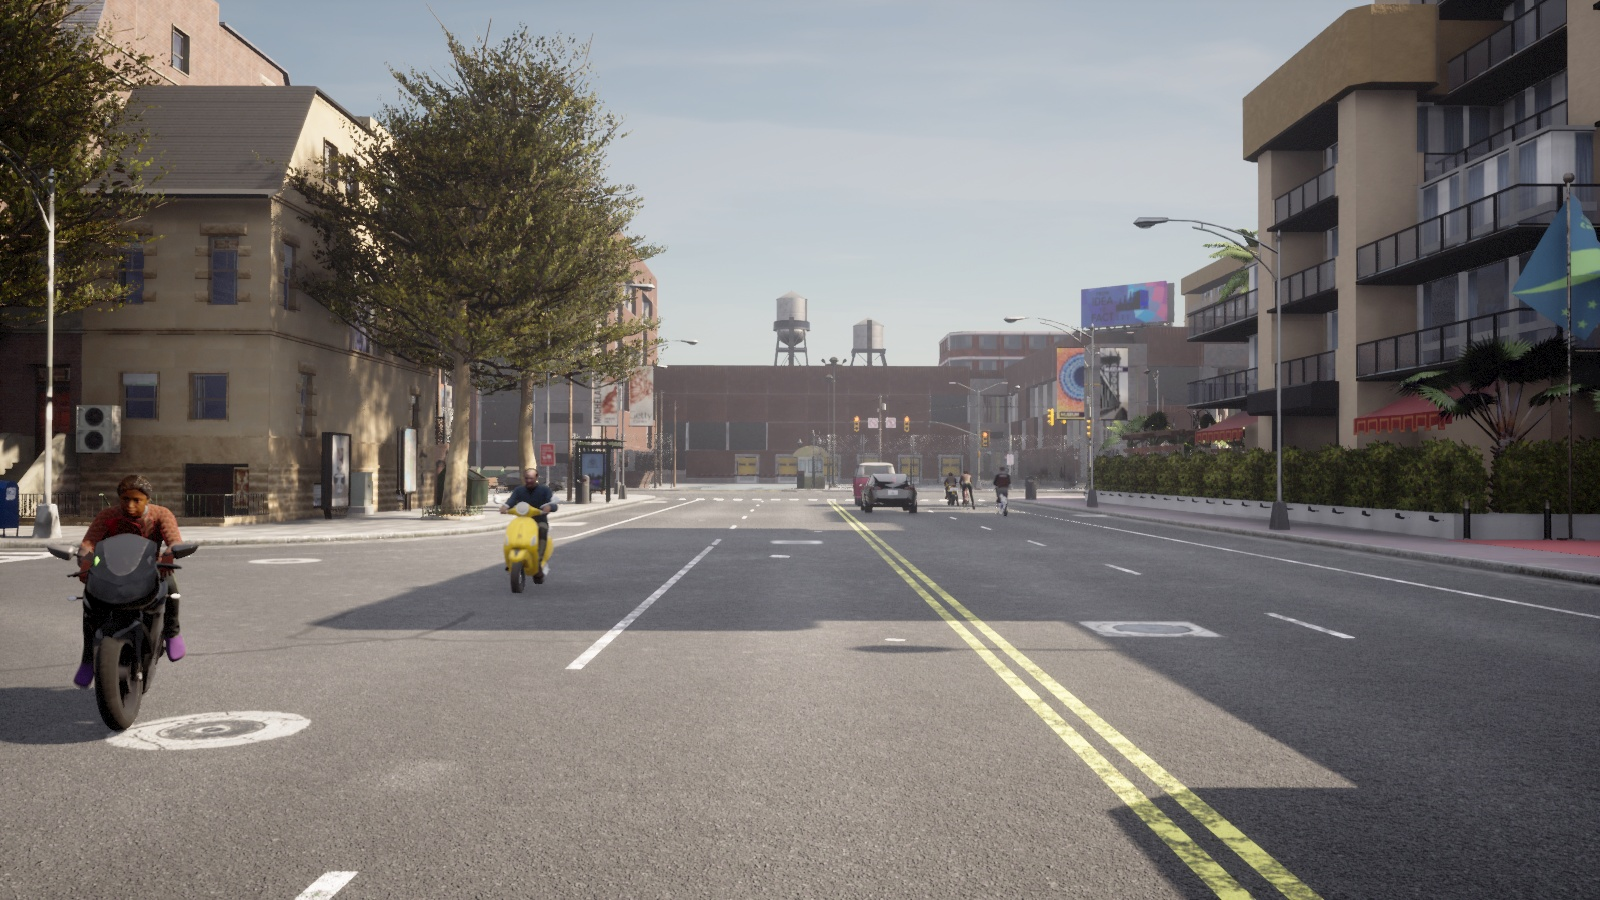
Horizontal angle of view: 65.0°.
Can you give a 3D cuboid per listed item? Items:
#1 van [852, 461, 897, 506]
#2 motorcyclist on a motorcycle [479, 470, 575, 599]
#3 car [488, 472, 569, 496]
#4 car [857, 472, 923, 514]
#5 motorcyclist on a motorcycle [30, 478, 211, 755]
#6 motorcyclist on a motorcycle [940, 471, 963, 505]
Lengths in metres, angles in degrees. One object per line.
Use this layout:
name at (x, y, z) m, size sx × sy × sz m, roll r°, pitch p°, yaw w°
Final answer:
van at (3.369, 1.512, 57.213) m, size 1.775 × 1.987 × 4.442 m, roll 0°, pitch -1°, yaw 0°
motorcyclist on a motorcycle at (-3.538, 1.057, 16.415) m, size 0.866 × 1.590 × 1.817 m, roll 0°, pitch -1°, yaw 0°
car at (-18.006, 2.262, 83.443) m, size 5.008 × 1.535 × 1.882 m, roll 0°, pitch -1°, yaw 0°
car at (3.391, 1.608, 48.182) m, size 2.163 × 1.488 × 4.792 m, roll 0°, pitch -1°, yaw 0°
motorcyclist on a motorcycle at (-4.263, 0.950, 8.025) m, size 0.797 × 1.523 × 2.044 m, roll 1°, pitch -2°, yaw -23°
motorcyclist on a motorcycle at (6.873, 1.725, 57.068) m, size 0.797 × 1.523 × 2.044 m, roll 0°, pitch -1°, yaw 0°
